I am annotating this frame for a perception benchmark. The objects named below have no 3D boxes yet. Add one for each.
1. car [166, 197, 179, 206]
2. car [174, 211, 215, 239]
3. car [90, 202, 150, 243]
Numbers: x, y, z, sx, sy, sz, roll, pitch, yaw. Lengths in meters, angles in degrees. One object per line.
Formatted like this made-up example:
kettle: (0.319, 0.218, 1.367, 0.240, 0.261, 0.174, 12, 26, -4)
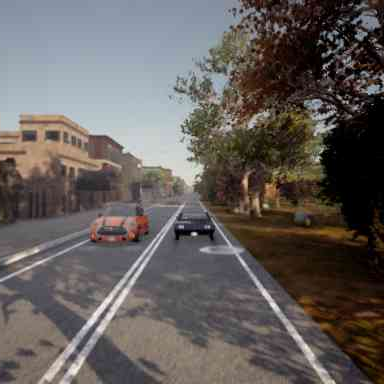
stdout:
car: (-3.258, 1.605, 57.184, 1.994, 1.385, 4.181, 0, 0, 1)
car: (0.109, 1.621, 17.355, 1.895, 1.301, 4.718, 0, 0, 0)
car: (-3.342, 1.370, 16.097, 2.097, 1.767, 4.553, 0, 0, 0)
